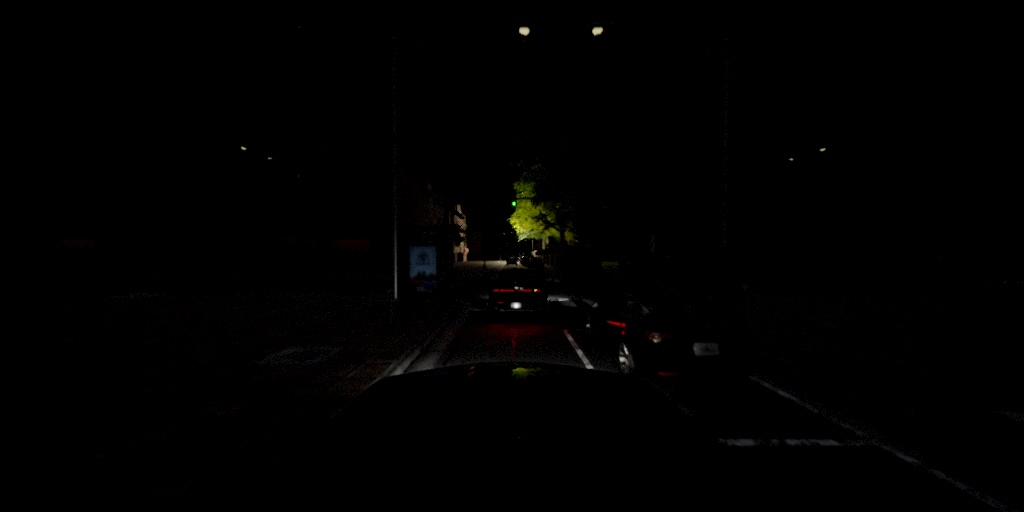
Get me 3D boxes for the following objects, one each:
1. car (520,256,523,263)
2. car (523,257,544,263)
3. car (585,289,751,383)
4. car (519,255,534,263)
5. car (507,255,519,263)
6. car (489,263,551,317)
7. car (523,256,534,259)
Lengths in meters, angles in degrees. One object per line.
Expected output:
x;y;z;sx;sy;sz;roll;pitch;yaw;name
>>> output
2.614;0.992;50.333;2.007;1.370;4.403;0;0;0;car
2.619;1.043;39.433;2.007;1.370;4.403;0;0;0;car
2.634;1.273;6.921;1.948;1.339;4.313;0;0;0;car
2.611;0.737;55.782;2.192;1.841;5.009;0;0;0;car
0.012;0.999;63.091;1.895;1.301;4.718;0;0;1;car
0.356;1.169;12.787;1.837;1.490;4.892;0;0;6;car
2.616;0.991;45.052;1.751;1.417;4.829;0;0;0;car
